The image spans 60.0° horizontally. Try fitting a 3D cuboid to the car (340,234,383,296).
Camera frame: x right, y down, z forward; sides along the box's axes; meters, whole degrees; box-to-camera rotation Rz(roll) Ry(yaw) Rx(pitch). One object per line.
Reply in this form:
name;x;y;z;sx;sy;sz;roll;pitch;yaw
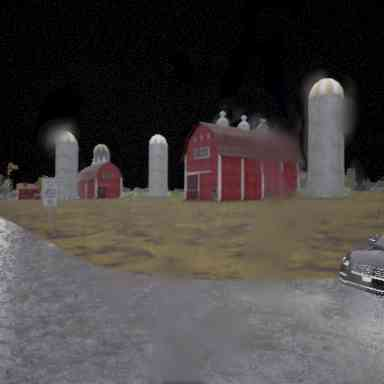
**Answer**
car;5.508;1.415;7.546;4.892;1.490;1.837;0;0;-28
